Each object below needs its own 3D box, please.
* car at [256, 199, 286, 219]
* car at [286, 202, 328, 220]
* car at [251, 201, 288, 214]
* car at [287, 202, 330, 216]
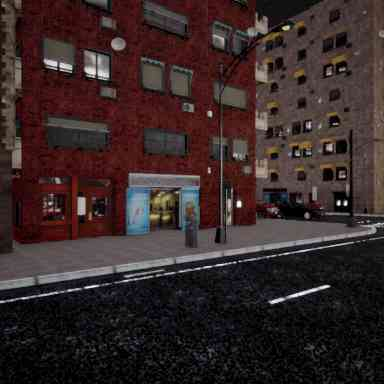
[{"bbox_3d":[6.069,1.588,31.992,2.192,1.841,5.009,-1,0,-37],"label":"car"},{"bbox_3d":[9.982,1.712,31.355,1.882,1.535,5.008,0,-1,-37],"label":"car"},{"bbox_3d":[9.646,1.902,41.617,1.947,1.339,4.313,-1,0,-37],"label":"car"},{"bbox_3d":[12.999,1.847,37.172,1.802,1.307,4.206,-1,0,-37],"label":"car"}]
